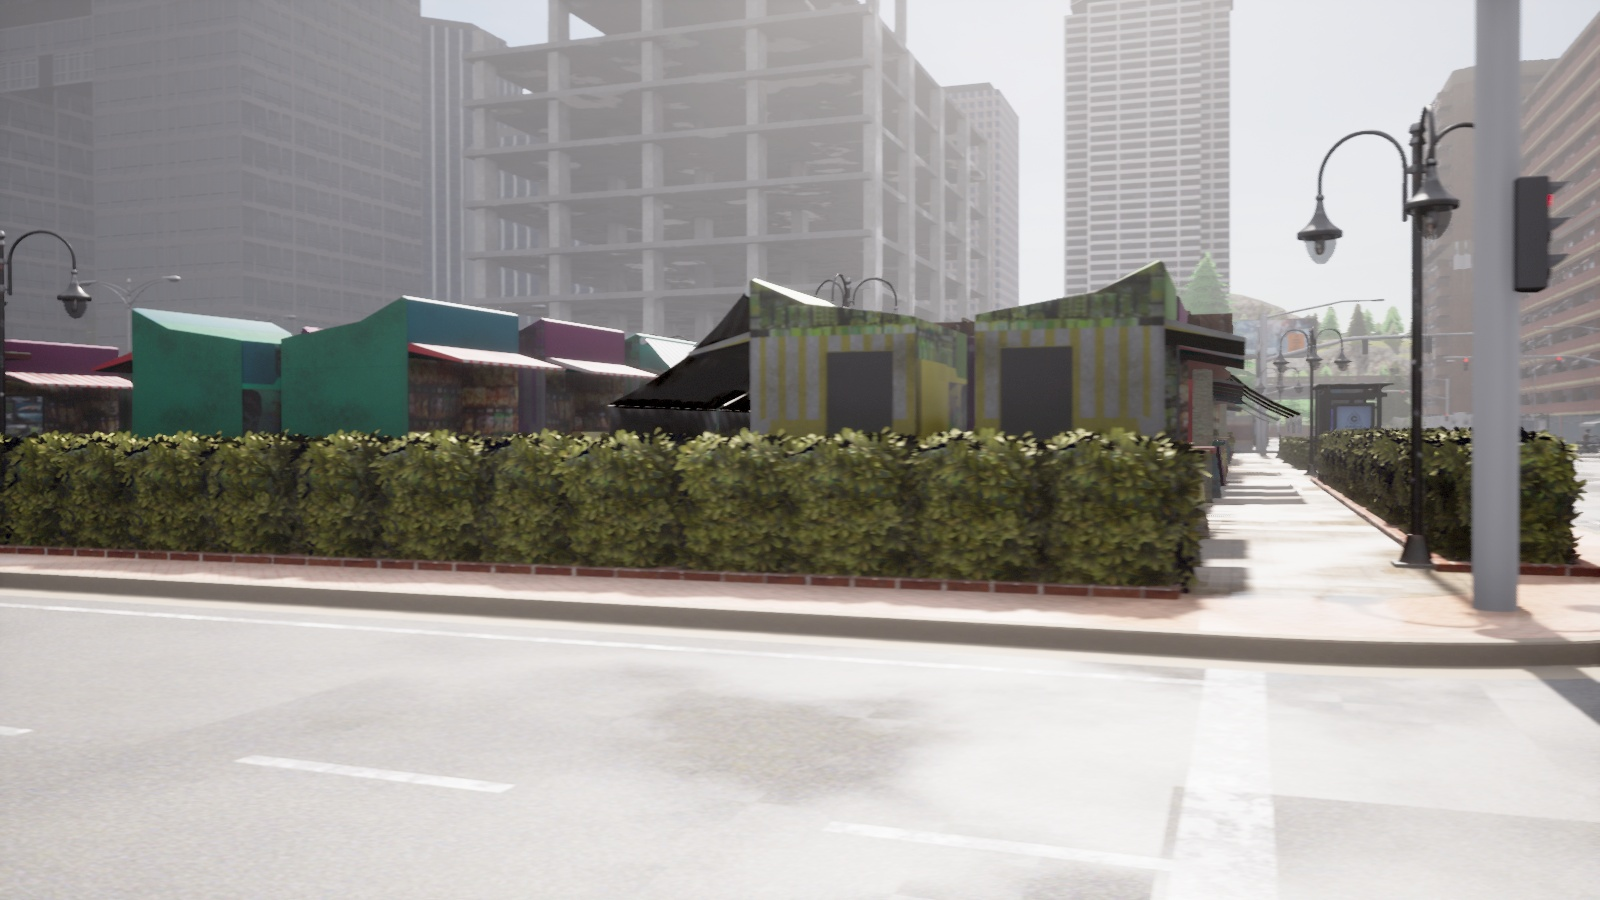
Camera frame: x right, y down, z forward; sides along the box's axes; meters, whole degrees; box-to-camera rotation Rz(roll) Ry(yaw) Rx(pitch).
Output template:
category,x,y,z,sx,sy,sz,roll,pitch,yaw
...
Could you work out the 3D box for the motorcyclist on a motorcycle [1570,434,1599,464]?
category,x,y,z,sx,sy,sz,roll,pitch,yaw
motorcyclist on a motorcycle,44.221,-0.058,69.713,2.350,1.649,0.766,1,1,19
